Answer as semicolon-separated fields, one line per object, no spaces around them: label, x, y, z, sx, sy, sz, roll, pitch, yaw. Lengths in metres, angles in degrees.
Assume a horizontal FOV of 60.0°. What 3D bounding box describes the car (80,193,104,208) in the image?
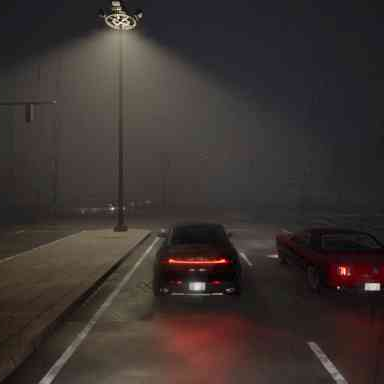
car;-14.784;1.221;49.674;2.150;2.045;5.566;0;0;0

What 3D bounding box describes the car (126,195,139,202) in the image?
car;-14.483;1.539;80.998;2.033;1.411;5.357;0;0;1

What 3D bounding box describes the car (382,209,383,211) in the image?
car;21.049;1.601;31.928;4.718;1.301;1.895;0;0;1

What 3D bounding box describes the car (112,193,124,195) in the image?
car;-14.614;1.221;65.108;2.150;2.045;5.566;0;0;1

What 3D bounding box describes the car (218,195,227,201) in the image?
car;7.550;1.552;83.084;1.994;1.385;4.181;0;0;1

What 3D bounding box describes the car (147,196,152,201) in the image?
car;-10.986;1.594;80.784;1.895;1.301;4.718;0;0;1

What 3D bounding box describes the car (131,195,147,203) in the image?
car;-11.068;1.504;68.554;1.837;1.490;4.892;0;0;0

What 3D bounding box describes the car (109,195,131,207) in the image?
car;-11.267;1.600;51.982;1.895;1.301;4.718;0;0;0

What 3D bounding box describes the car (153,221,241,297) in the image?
car;0.126;1.505;8.601;1.837;1.490;4.892;0;0;1

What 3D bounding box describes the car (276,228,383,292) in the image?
car;3.629;1.601;8.846;1.895;1.301;4.718;0;0;1
